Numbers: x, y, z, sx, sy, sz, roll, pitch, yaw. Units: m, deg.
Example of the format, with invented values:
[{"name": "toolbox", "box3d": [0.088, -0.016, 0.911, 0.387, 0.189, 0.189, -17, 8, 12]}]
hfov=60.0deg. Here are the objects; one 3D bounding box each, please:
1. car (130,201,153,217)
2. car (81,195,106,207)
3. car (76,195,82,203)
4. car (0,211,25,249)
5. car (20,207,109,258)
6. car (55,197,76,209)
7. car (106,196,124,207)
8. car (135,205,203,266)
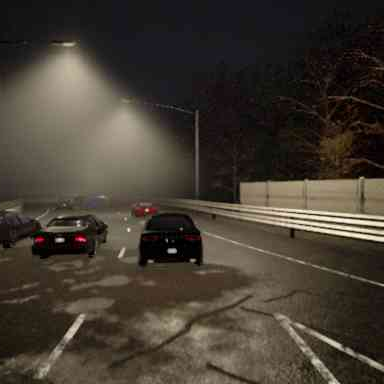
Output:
[{"name": "car", "box3d": [-4.327, 1.489, 29.538, 1.994, 1.385, 4.181, 0, 0, -17]}, {"name": "car", "box3d": [-12.720, 1.376, 42.700, 1.882, 1.535, 5.008, 0, 0, -23]}, {"name": "car", "box3d": [-21.842, 1.323, 65.494, 1.882, 1.535, 5.008, 0, 0, -35]}, {"name": "car", "box3d": [-8.135, 1.519, 14.250, 2.033, 1.411, 5.357, 0, 0, -9]}, {"name": "car", "box3d": [-4.390, 1.519, 12.709, 2.033, 1.411, 5.357, 0, 0, -7]}, {"name": "car", "box3d": [-15.752, 1.470, 40.877, 1.994, 1.385, 4.181, 0, 0, -23]}, {"name": "car", "box3d": [-11.157, 1.360, 47.765, 1.882, 1.535, 5.008, 0, 0, -24]}, {"name": "car", "box3d": [-0.785, 1.448, 11.531, 1.882, 1.535, 5.008, 0, 0, -6]}]
